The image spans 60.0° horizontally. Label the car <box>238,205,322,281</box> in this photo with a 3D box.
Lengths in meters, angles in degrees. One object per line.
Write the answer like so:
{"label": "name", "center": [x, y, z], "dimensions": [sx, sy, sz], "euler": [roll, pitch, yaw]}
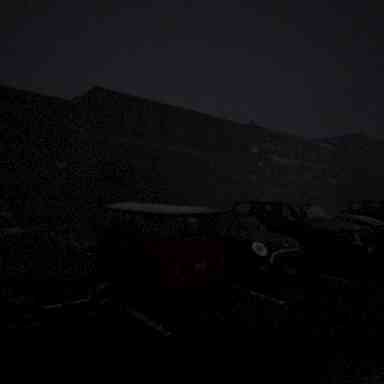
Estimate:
{"label": "car", "center": [1.261, 1.434, 10.327], "dimensions": [2.185, 1.767, 4.553], "euler": [1, 0, -35]}

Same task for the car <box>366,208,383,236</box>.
{"label": "car", "center": [12.690, 1.765, 18.427], "dimensions": [2.231, 1.521, 4.892], "euler": [1, -1, -35]}

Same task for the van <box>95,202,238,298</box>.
{"label": "van", "center": [-1.070, 1.302, 8.769], "dimensions": [1.878, 1.987, 4.442], "euler": [1, 0, -35]}

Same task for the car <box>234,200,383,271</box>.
{"label": "car", "center": [3.578, 1.344, 11.904], "dimensions": [2.435, 2.045, 5.566], "euler": [1, -1, -35]}

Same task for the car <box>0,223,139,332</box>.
{"label": "car", "center": [-3.291, 1.496, 7.050], "dimensions": [2.231, 1.521, 4.892], "euler": [1, 0, -35]}
